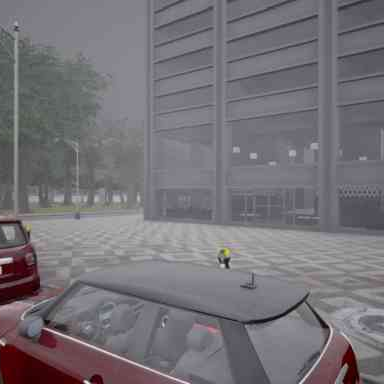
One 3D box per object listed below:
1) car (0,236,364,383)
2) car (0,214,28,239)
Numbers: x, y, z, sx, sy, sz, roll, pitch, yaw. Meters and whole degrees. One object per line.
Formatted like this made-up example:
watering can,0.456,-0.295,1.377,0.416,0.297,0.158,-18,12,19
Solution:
car,-0.584,1.440,3.376,4.097,1.590,1.967,0,0,35
car,-5.015,1.315,6.528,5.009,1.841,2.192,0,0,35
